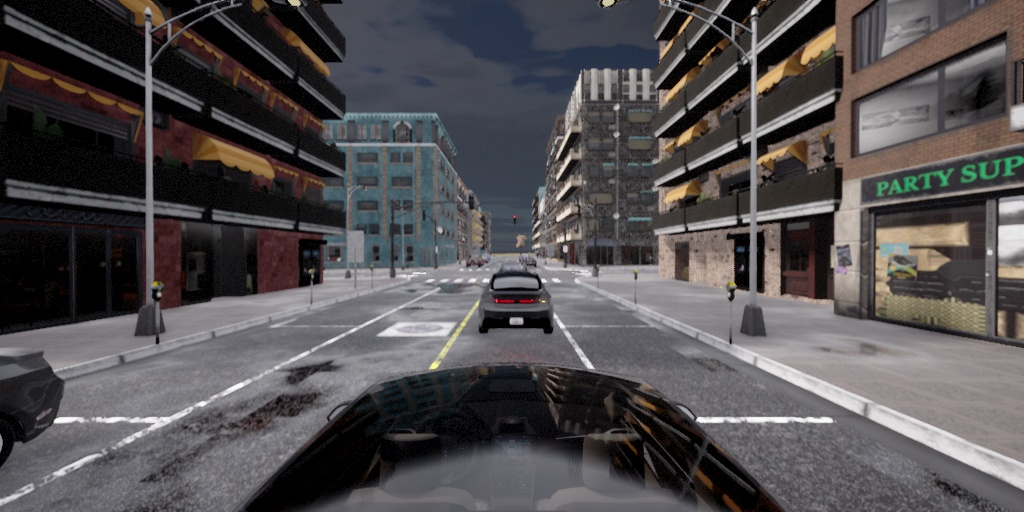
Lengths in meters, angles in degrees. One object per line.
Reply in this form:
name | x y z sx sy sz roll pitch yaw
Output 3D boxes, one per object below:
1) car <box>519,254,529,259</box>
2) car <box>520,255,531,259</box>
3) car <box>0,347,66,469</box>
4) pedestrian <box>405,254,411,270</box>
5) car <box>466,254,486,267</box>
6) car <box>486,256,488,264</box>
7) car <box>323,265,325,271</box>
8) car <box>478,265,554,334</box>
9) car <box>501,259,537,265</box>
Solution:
car | 2.548 0.808 62.049 1.802 1.307 4.207 0 0 0
car | 2.551 0.892 50.945 1.948 1.339 4.313 0 0 0
car | -5.315 1.300 1.695 2.007 1.370 4.403 0 0 0
pedestrian | -12.162 0.696 41.683 0.375 1.860 0.375 0 1 0
car | -5.329 0.641 50.942 2.192 1.841 5.009 0 0 0
car | -5.331 0.821 56.494 1.888 1.381 4.507 0 0 0
car | -22.465 1.282 38.827 4.207 1.307 1.802 0 0 0
car | 0.094 1.182 10.364 1.837 1.490 4.892 0 0 0
car | 0.096 1.089 19.698 2.128 1.511 4.902 0 0 0
